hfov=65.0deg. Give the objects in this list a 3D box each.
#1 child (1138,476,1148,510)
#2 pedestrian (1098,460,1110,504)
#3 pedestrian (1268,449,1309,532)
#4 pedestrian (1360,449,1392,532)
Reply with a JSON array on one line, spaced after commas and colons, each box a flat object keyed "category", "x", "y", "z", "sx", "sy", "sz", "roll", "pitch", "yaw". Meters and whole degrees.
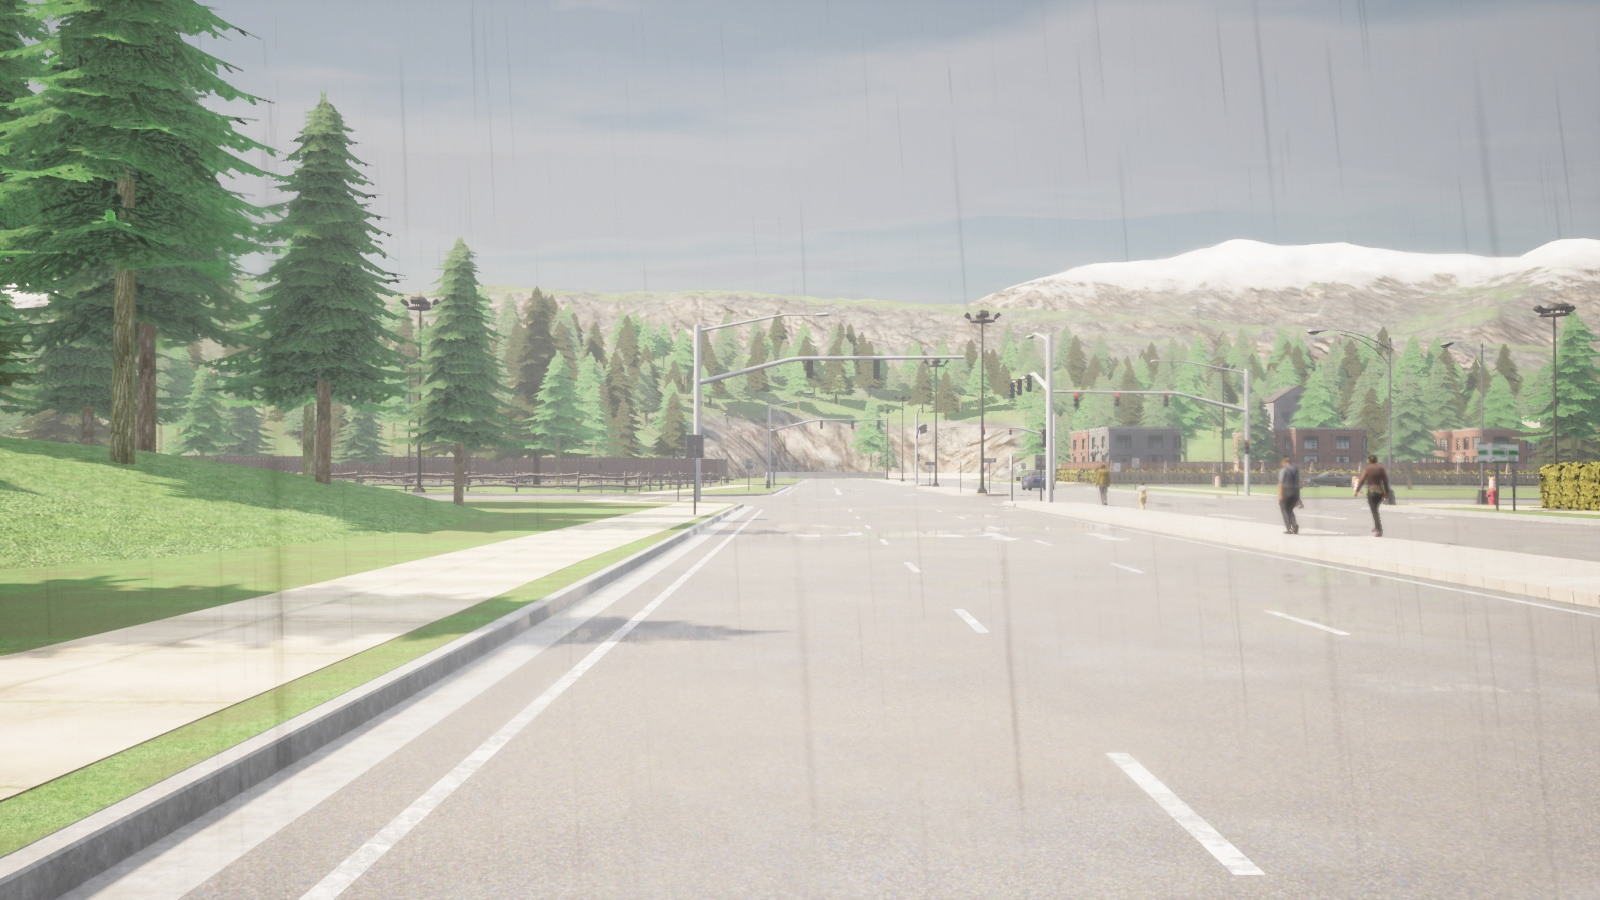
[{"category": "child", "x": 12.876, "y": 1.606, "z": 47.131, "sx": 0.270, "sy": 1.263, "sz": 0.437, "roll": 0, "pitch": -1, "yaw": 4}, {"category": "pedestrian", "x": 12.801, "y": 1.343, "z": 52.888, "sx": 0.370, "sy": 1.835, "sz": 0.726, "roll": 0, "pitch": -1, "yaw": 8}, {"category": "pedestrian", "x": 11.059, "y": 0.906, "z": 28.434, "sx": 0.540, "sy": 1.848, "sz": 0.694, "roll": 0, "pitch": -1, "yaw": -12}, {"category": "pedestrian", "x": 12.674, "y": 0.885, "z": 27.659, "sx": 0.328, "sy": 1.805, "sz": 0.869, "roll": 0, "pitch": -1, "yaw": 4}]
